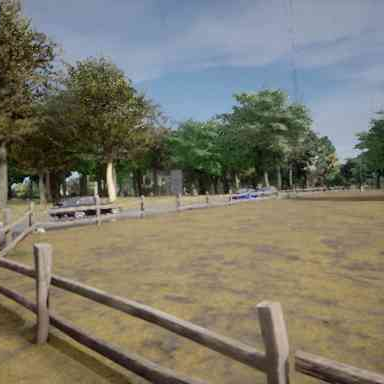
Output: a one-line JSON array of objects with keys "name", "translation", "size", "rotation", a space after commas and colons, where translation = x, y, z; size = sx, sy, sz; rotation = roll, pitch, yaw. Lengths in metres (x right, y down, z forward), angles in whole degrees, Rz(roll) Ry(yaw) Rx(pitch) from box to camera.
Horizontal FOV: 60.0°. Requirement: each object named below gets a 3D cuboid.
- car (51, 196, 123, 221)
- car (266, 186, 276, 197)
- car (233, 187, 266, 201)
[{"name": "car", "translation": [-6.714, 1.028, 21.704], "size": [2.128, 1.511, 4.902], "rotation": [-3, 0, 35]}, {"name": "car", "translation": [12.408, -0.110, 54.682], "size": [2.097, 1.767, 4.553], "rotation": [-3, 0, 35]}, {"name": "car", "translation": [6.864, 0.278, 40.827], "size": [1.882, 1.535, 5.008], "rotation": [-3, 0, 35]}]
